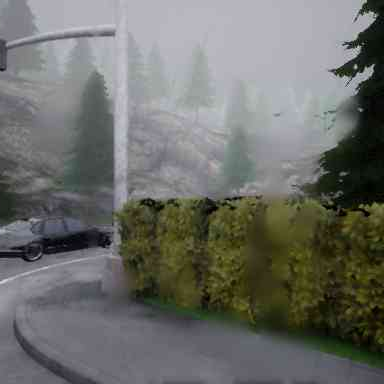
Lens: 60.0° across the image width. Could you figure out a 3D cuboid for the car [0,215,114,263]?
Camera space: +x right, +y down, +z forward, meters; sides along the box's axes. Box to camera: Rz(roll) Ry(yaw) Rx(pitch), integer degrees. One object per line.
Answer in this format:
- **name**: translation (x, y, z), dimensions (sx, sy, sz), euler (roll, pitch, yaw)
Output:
- **car**: translation (-4.900, 1.550, 12.071), dimensions (2.033, 1.411, 5.357), euler (0, 0, 36)
